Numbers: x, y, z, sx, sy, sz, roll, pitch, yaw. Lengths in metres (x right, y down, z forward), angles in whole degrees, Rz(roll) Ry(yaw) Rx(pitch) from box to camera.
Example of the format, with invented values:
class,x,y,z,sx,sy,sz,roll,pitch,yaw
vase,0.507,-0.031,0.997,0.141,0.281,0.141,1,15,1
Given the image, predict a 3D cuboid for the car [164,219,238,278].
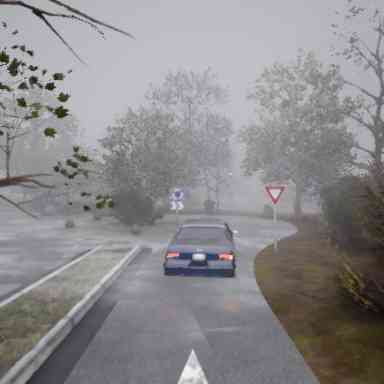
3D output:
class,x,y,z,sx,sy,sz,roll,pitch,yaw
car,0.404,1.519,10.049,2.033,1.411,5.357,0,0,6
